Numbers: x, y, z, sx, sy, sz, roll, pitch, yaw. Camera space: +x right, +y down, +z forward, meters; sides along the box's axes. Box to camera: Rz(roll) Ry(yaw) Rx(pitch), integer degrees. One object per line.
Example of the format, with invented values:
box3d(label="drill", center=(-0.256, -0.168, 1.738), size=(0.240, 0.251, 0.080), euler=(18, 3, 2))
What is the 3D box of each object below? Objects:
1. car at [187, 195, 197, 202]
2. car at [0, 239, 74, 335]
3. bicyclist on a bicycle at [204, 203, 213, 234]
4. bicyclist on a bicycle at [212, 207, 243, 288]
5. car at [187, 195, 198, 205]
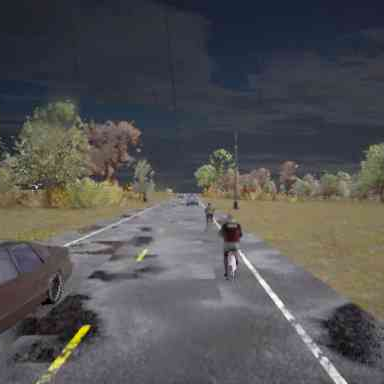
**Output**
box3d(label="car", center=(-0.007, 1.396, 73.695), size=(2.033, 1.411, 5.357), euler=(0, 0, 0))
box3d(label="car", center=(-3.602, 1.537, 5.312), size=(2.033, 1.411, 5.357), euler=(0, 0, 0))
box3d(label="bicyclist on a bicycle", center=(0.960, 1.418, 18.039), size=(0.582, 1.620, 1.656), euler=(0, 0, 0))
box3d(label="bicyclist on a bicycle", center=(0.961, 1.355, 8.349), size=(0.659, 1.776, 1.843), euler=(0, 0, 0))
box3d(label="car", center=(0.095, 1.439, 55.446), size=(2.033, 1.411, 5.357), euler=(0, 0, 0))
